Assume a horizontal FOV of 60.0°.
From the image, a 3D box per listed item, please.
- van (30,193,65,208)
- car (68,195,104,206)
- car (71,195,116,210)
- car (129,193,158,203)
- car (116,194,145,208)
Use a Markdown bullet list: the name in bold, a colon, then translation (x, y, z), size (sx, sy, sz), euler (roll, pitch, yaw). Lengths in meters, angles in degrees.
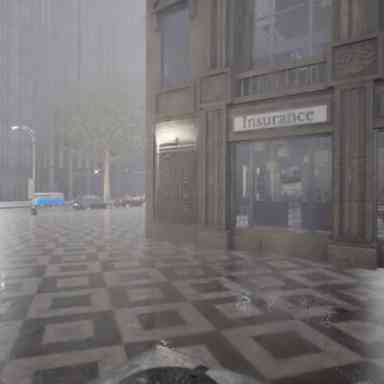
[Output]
- **van**: translation (-17.667, 0.987, 40.794), size (1.690, 1.788, 3.998), euler (1, 1, 36)
- **car**: translation (-14.384, 1.127, 45.354), size (2.008, 1.369, 4.403), euler (1, 2, 36)
- **car**: translation (-10.747, 1.279, 35.820), size (1.947, 1.339, 4.313), euler (1, 2, 36)
- **car**: translation (-7.910, 0.948, 54.332), size (1.752, 1.417, 4.829), euler (2, 2, 36)
- **car**: translation (-7.462, 1.188, 40.376), size (1.887, 1.381, 4.507), euler (2, 2, 36)
